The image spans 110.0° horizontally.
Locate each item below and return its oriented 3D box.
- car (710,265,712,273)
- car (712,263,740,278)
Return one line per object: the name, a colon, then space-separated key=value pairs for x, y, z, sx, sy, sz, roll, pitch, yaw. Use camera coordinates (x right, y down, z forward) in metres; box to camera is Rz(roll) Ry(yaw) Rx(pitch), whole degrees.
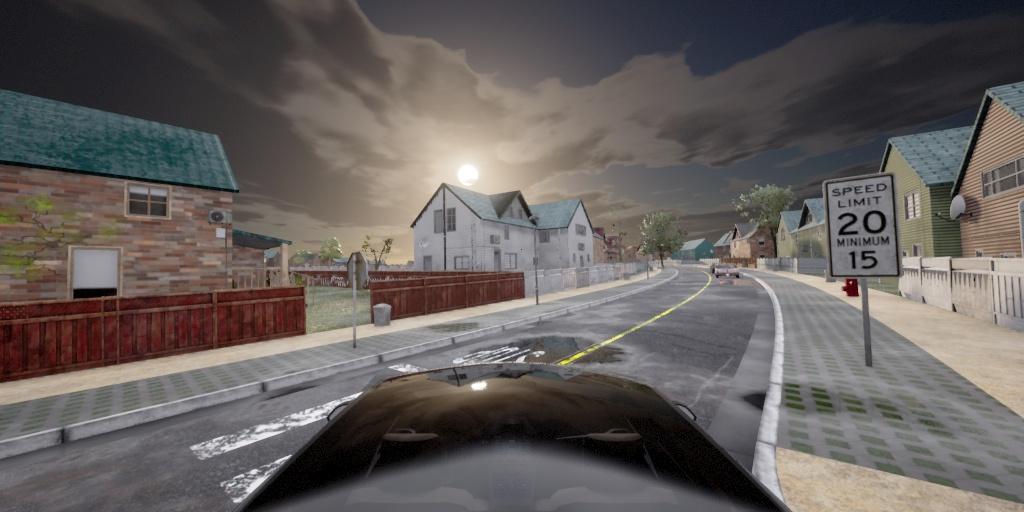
car: x=25.171 y=1.439 z=43.496 sx=1.895 sy=1.301 sz=4.718 roll=-2 pitch=-1 yaw=25
car: x=20.495 y=1.401 z=34.258 sx=1.895 sy=1.301 sz=4.718 roll=-3 pitch=-1 yaw=29
